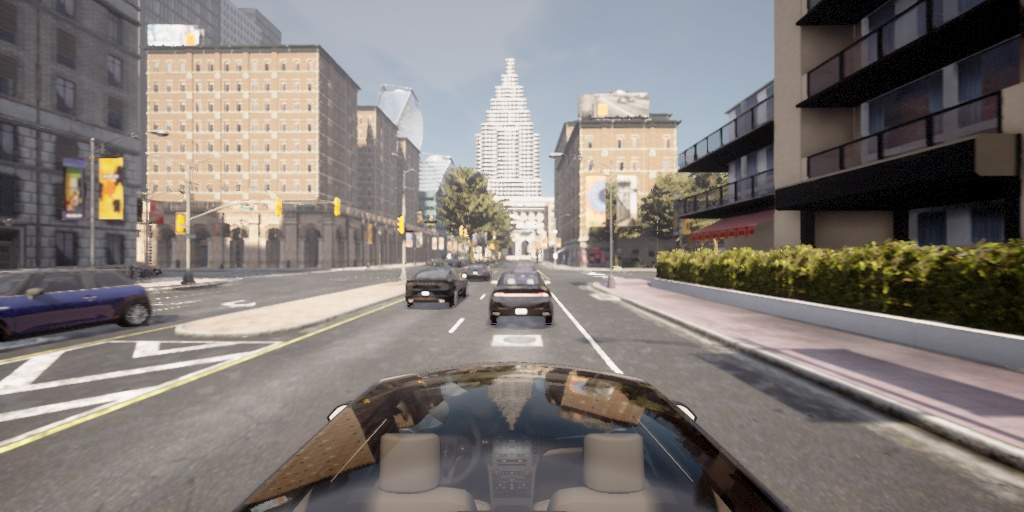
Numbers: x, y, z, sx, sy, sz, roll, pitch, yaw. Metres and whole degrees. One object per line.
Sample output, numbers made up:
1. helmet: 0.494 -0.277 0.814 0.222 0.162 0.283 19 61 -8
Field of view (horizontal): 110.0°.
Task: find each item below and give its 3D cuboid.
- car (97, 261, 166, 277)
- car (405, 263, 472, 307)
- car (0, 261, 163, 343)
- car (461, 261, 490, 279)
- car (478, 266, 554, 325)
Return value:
1. car: -36.950 1.241 34.901 4.892 1.490 1.837 0 0 1
2. car: -3.127 1.231 15.656 1.882 1.535 5.008 0 0 1
3. car: -11.459 1.097 8.358 2.097 1.767 4.553 0 0 1
4. car: -2.818 1.323 30.086 1.994 1.385 4.181 0 0 1
5. car: 0.295 1.246 11.878 2.128 1.511 4.902 0 0 1
